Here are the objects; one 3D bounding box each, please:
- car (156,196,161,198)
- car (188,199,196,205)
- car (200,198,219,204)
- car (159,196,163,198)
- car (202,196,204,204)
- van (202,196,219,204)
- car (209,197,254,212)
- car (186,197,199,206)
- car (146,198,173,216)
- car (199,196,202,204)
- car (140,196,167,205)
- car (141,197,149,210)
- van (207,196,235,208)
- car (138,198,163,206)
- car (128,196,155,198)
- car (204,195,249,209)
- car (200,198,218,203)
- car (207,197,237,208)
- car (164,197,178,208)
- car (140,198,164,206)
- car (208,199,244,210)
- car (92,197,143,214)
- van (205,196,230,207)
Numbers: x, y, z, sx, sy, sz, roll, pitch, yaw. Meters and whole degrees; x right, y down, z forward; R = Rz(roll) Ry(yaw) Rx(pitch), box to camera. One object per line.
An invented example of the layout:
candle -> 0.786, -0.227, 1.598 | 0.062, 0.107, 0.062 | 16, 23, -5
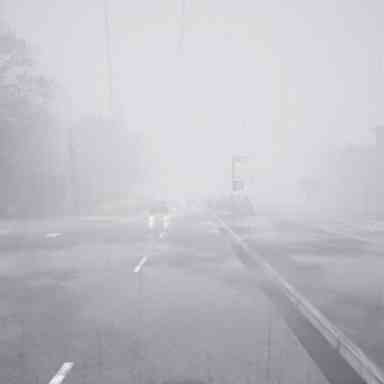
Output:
car -> -8.341, 1.920, 58.600 | 4.674, 1.452, 2.002 | 0, -1, 0
car -> -0.041, 2.204, 75.517 | 1.895, 1.301, 4.718 | 0, -1, 0
car -> 4.705, 2.378, 89.536 | 4.792, 1.488, 2.163 | 0, -1, 0
car -> -8.348, 1.957, 64.171 | 5.008, 1.535, 2.097 | 0, -1, 0
car -> 4.718, 1.517, 50.302 | 5.566, 2.045, 2.435 | 0, -1, 0
van -> 4.798, 2.075, 86.737 | 4.442, 1.987, 1.878 | 0, -1, 0
car -> 4.756, 1.655, 39.089 | 4.892, 1.521, 2.231 | 0, 0, 0
car -> -0.021, 1.997, 65.431 | 1.837, 1.490, 4.892 | 0, -1, 0
car -> -3.341, 1.654, 35.062 | 1.837, 1.490, 4.892 | 0, 0, 0
car -> 4.692, 1.744, 67.120 | 5.566, 2.045, 2.435 | 0, -1, 0
car -> -8.342, 1.822, 72.528 | 5.566, 2.045, 2.435 | 0, -1, 0
car -> -8.335, 1.678, 41.894 | 5.008, 1.535, 2.097 | 0, 0, 0
van -> 4.856, 1.616, 55.907 | 4.442, 1.987, 1.878 | 0, -1, 0
car -> -8.329, 2.024, 66.956 | 4.792, 1.488, 2.163 | 0, -1, 0
car -> -8.302, 1.643, 50.250 | 4.553, 1.767, 2.185 | 0, -1, 0
car -> 4.721, 1.426, 41.892 | 5.566, 2.045, 2.435 | 0, -1, 0
car -> 4.700, 2.425, 92.339 | 4.792, 1.488, 2.163 | 0, -1, 0
car -> 4.775, 1.678, 53.101 | 4.553, 1.767, 2.185 | 0, -1, 0
car -> -3.298, 1.905, 55.480 | 2.033, 1.411, 5.357 | 0, -1, 0
car -> -8.393, 2.063, 69.741 | 4.792, 1.488, 2.163 | 0, -1, 0
car -> 4.742, 1.735, 47.494 | 4.892, 1.521, 2.231 | 0, -1, 0
car -> -8.325, 1.635, 36.326 | 5.008, 1.535, 2.097 | 0, 0, 0
van -> 4.615, 1.692, 61.512 | 4.442, 1.987, 1.878 | 0, -1, 0
